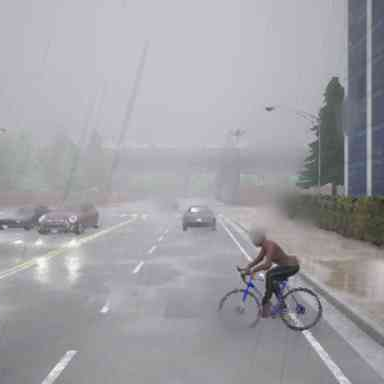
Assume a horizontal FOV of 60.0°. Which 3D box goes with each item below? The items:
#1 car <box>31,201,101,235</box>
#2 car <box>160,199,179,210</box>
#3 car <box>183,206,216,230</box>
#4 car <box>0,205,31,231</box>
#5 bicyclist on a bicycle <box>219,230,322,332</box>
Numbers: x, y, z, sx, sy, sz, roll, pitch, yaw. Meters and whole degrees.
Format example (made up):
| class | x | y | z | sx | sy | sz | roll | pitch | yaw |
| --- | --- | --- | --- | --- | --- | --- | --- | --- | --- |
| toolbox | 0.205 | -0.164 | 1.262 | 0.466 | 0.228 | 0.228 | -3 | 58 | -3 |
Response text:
| class | x | y | z | sx | sy | sz | roll | pitch | yaw |
| --- | --- | --- | --- | --- | --- | --- | --- | --- | --- |
| car | -6.742 | 1.347 | 18.673 | 2.097 | 1.767 | 4.553 | 0 | 0 | 2 |
| car | -2.709 | 1.505 | 40.790 | 1.994 | 1.385 | 4.181 | 0 | 0 | 2 |
| car | 0.447 | 1.558 | 21.008 | 1.994 | 1.385 | 4.181 | 0 | 0 | 1 |
| car | -10.179 | 1.542 | 20.903 | 2.033 | 1.411 | 5.357 | 0 | 0 | 1 |
| bicyclist on a bicycle | 1.238 | 1.426 | 5.316 | 1.656 | 1.620 | 0.582 | -1 | 0 | 1 |
